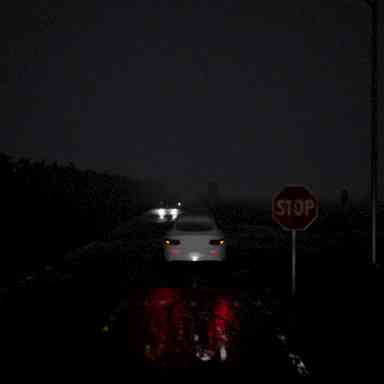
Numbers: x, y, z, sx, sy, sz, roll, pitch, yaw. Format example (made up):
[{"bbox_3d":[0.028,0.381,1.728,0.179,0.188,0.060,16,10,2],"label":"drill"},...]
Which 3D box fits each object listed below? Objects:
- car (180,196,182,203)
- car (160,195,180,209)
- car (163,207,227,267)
[{"bbox_3d":[-2.784,1.160,58.729,1.994,1.385,4.181,0,0,1],"label":"car"},{"bbox_3d":[-2.835,1.326,40.779,1.895,1.301,4.718,0,0,0],"label":"car"},{"bbox_3d":[0.082,1.453,10.944,1.812,1.442,4.674,0,0,0],"label":"car"}]
